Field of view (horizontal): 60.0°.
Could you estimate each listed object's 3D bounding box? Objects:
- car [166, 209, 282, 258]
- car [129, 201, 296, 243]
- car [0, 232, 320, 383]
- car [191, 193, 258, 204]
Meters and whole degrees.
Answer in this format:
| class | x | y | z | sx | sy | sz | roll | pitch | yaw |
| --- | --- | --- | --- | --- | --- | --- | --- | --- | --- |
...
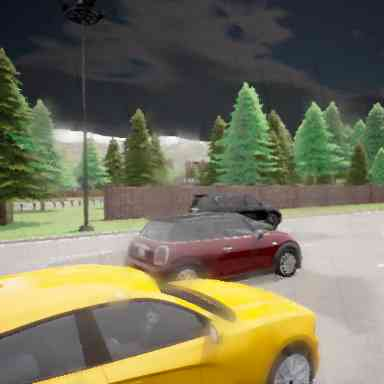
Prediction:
| class | x | y | z | sx | sy | sz | roll | pitch | yaw |
| --- | --- | --- | --- | --- | --- | --- | --- | --- | --- |
| car | 1.324 | 1.468 | 13.037 | 4.181 | 1.385 | 1.994 | -1 | 0 | -34 |
| car | 0.665 | 1.294 | 8.368 | 4.553 | 1.767 | 2.097 | -1 | 1 | -34 |
| car | -0.878 | 1.471 | 3.098 | 5.008 | 1.535 | 1.882 | -1 | 0 | -34 |
| car | 2.354 | 1.080 | 17.959 | 5.566 | 2.045 | 2.150 | -1 | 0 | -34 |
